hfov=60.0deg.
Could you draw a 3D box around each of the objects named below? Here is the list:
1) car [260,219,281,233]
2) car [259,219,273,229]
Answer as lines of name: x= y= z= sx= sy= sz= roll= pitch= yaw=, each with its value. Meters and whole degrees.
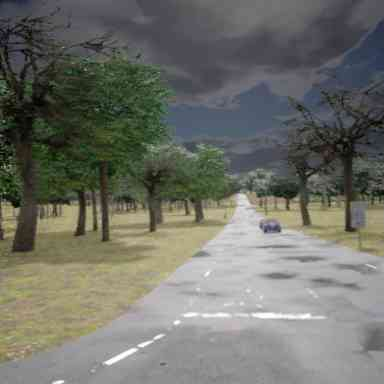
car: x=10.427 y=4.370 z=43.637 sx=2.097 sy=1.767 sz=4.553 roll=-2 pitch=-4 yaw=9
car: x=11.915 y=5.141 z=53.725 sx=1.812 sy=1.442 sz=4.674 roll=-2 pitch=-3 yaw=8
